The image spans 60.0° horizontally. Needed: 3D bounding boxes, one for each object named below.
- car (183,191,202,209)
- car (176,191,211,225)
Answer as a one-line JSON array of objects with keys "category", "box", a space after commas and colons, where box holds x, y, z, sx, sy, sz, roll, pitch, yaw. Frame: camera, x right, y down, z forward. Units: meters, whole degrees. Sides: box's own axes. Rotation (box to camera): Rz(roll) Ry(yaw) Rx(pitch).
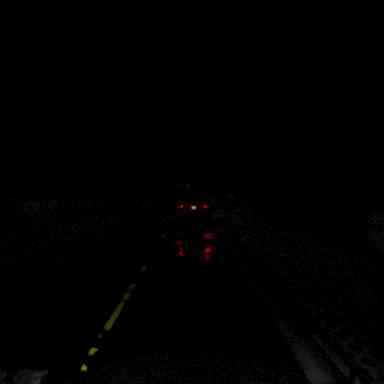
[{"category": "car", "box": [0.072, 0.863, 40.279, 2.150, 2.045, 5.566, 0, 1, 0]}, {"category": "car", "box": [0.088, 1.040, 22.231, 2.150, 2.045, 5.566, 0, 0, 0]}]
